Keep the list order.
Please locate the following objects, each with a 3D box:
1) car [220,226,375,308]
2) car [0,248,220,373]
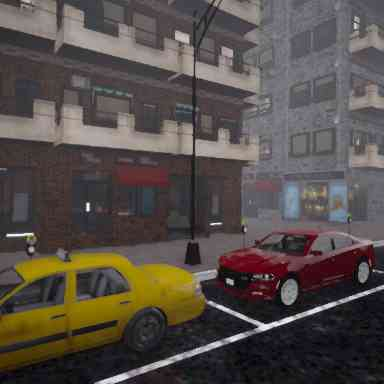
[{"bbox_3d":[2.589,1.545,7.935,4.507,1.381,1.887,0,1,-35],"label":"car"},{"bbox_3d":[-2.067,1.525,4.614,4.829,1.417,1.752,0,1,-35],"label":"car"}]
